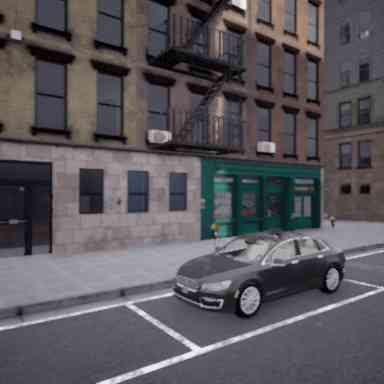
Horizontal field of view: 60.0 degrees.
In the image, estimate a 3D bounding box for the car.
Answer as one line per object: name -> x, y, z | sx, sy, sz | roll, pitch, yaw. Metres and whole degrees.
car -> 1.659, 1.580, 7.360 | 4.403, 1.369, 2.008 | 0, 0, -35
